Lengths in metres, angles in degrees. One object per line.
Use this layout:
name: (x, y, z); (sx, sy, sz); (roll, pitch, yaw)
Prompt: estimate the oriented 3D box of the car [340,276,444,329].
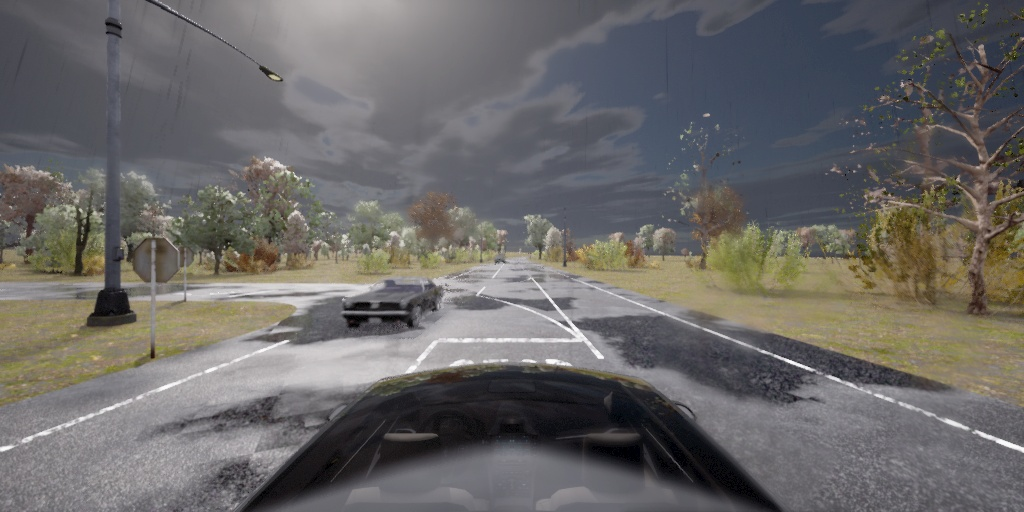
car: (-3.515, 1.339, 11.404); (1.895, 1.301, 4.718); (0, 0, 0)
